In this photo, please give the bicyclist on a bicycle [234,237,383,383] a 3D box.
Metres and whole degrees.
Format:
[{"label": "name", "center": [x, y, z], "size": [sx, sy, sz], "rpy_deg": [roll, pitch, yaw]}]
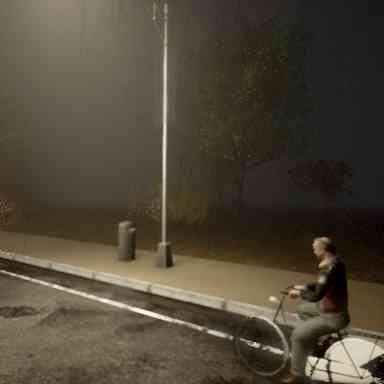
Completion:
[{"label": "bicyclist on a bicycle", "center": [1.272, 1.373, 3.726], "size": [1.843, 1.776, 0.659], "rpy_deg": [0, 0, 36]}]
